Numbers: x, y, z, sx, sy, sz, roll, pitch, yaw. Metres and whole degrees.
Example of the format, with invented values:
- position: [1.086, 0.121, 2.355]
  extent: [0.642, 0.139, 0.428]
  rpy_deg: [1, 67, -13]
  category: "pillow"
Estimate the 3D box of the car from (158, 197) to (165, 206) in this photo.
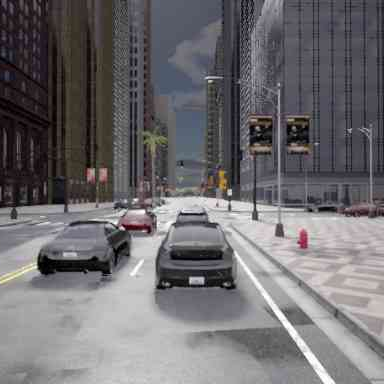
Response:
- position: [-6.666, 1.707, 60.043]
  extent: [2.097, 1.767, 4.553]
  rpy_deg: [0, 0, 0]
  category: "car"

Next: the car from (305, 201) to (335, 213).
- position: [15.125, 1.694, 37.744]
  extent: [4.313, 1.339, 1.947]
  rpy_deg: [0, -1, -1]
  category: "car"

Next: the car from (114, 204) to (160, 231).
- position: [-3.244, 1.632, 20.209]
  extent: [1.994, 1.385, 4.181]
  rpy_deg: [0, 0, -2]
  category: "car"

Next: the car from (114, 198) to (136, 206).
- position: [-9.926, 1.809, 48.276]
  extent: [2.033, 1.411, 5.357]
  rpy_deg: [0, 0, 0]
  category: "car"

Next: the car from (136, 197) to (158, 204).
- position: [-6.676, 1.752, 50.006]
  extent: [1.882, 1.535, 5.008]
  rpy_deg: [0, 0, 0]
  category: "car"

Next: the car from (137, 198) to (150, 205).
- position: [-9.863, 1.985, 67.716]
  extent: [1.994, 1.385, 4.181]
  rpy_deg: [0, -1, 1]
  category: "car"

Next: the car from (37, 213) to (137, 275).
- position: [-3.159, 1.589, 10.543]
  extent: [1.994, 1.385, 4.181]
  rpy_deg: [0, 0, -1]
  category: "car"

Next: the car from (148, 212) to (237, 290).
- position: [0.087, 1.527, 9.123]
  extent: [1.837, 1.490, 4.892]
  rpy_deg: [0, 0, 0]
  category: "car"

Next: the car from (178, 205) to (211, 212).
- position: [0.119, 1.561, 20.408]
  extent: [2.128, 1.511, 4.902]
  rpy_deg: [0, 0, 3]
  category: "car"

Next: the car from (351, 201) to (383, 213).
- position: [20.765, 1.675, 37.841]
  extent: [4.313, 1.339, 1.947]
  rpy_deg: [0, -1, -1]
  category: "car"

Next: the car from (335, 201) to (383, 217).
- position: [15.269, 1.602, 29.220]
  extent: [4.206, 1.307, 1.802]
  rpy_deg: [0, -1, -1]
  category: "car"
